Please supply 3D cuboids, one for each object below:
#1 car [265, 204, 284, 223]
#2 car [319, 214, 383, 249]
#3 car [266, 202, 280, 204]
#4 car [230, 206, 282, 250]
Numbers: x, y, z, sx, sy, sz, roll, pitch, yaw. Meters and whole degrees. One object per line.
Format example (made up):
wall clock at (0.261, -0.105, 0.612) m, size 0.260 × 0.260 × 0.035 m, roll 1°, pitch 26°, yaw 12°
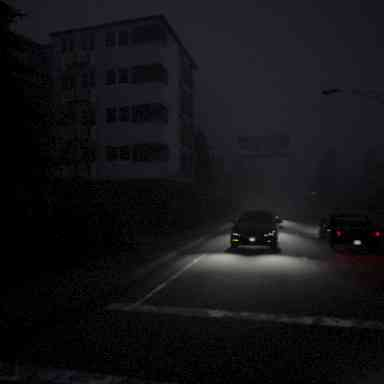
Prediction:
car at (5.419, 1.762, 23.767) m, size 1.895 × 1.301 × 4.718 m, roll -1°, pitch -1°, yaw 16°
car at (6.708, 1.599, 14.487) m, size 1.895 × 1.301 × 4.718 m, roll -1°, pitch -1°, yaw 15°
car at (8.110, 1.756, 33.252) m, size 2.128 × 1.511 × 4.902 m, roll -1°, pitch -1°, yaw 16°
car at (2.913, 1.567, 14.854) m, size 1.837 × 1.490 × 4.892 m, roll -1°, pitch -1°, yaw 16°
